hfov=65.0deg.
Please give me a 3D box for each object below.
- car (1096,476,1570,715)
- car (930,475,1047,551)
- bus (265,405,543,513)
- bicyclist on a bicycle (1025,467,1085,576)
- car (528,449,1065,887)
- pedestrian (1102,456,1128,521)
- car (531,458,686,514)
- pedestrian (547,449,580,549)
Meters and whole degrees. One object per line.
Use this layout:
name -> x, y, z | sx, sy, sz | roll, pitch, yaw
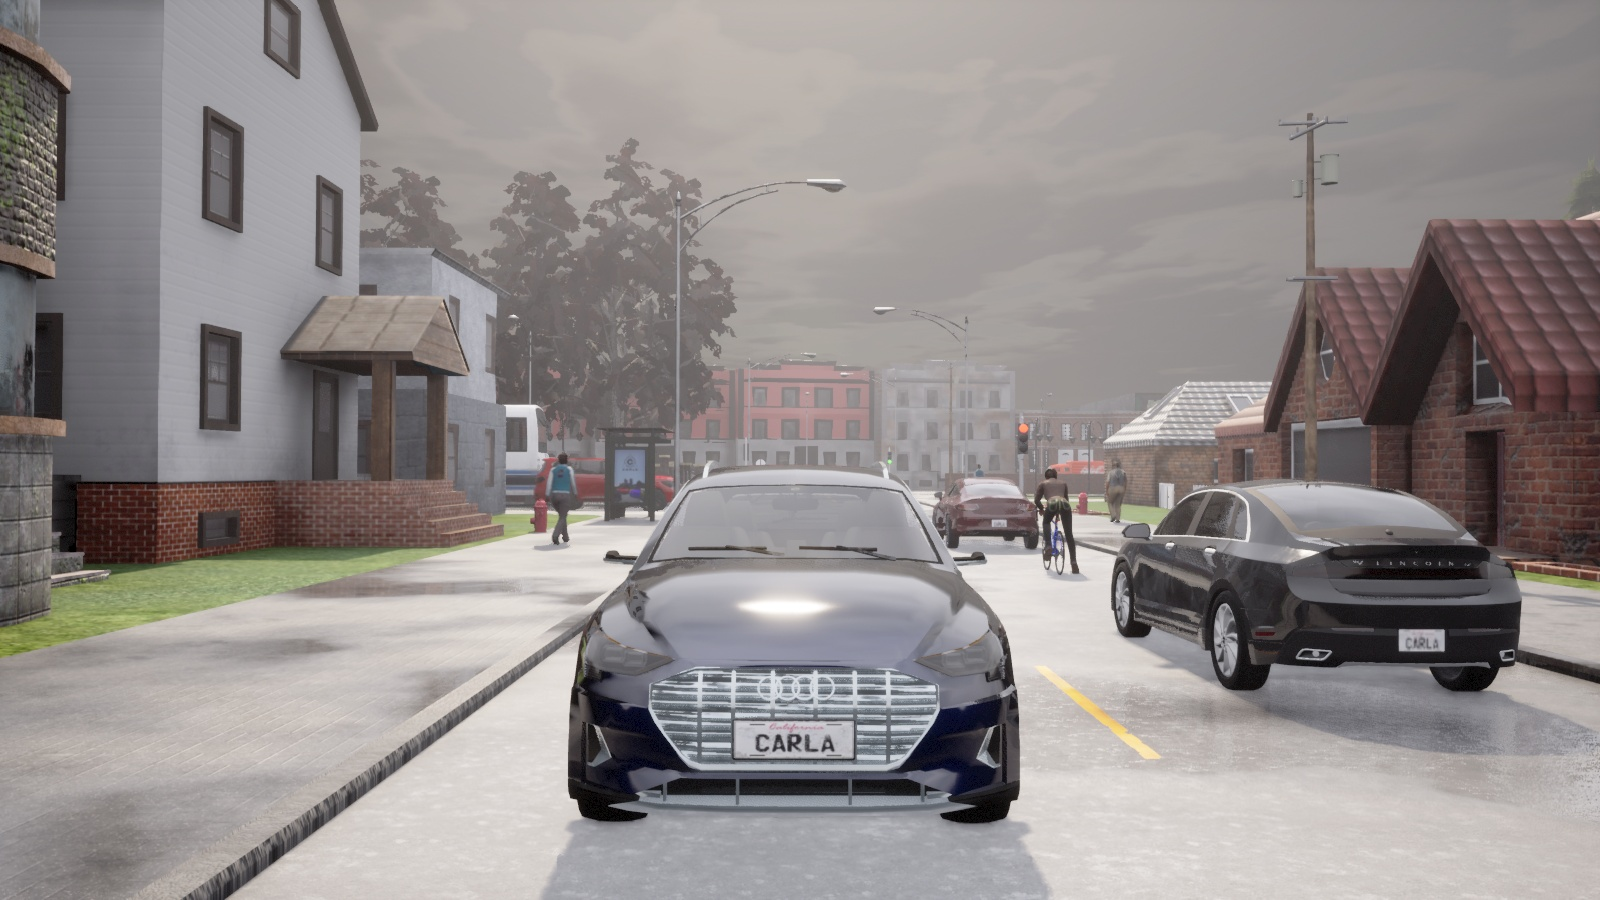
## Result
car -> 3.973, 0.979, 10.446 | 1.837, 1.490, 4.892 | 0, -1, 0
car -> 3.920, 1.274, 26.825 | 1.812, 1.442, 4.674 | 0, -1, 1
bus -> -16.065, 0.369, 51.740 | 10.273, 4.253, 3.944 | 0, -1, -4
bicyclist on a bicycle -> 3.948, 1.079, 19.545 | 0.582, 1.620, 1.656 | 0, -1, 0
car -> -0.020, 0.865, 7.198 | 2.033, 1.649, 4.856 | 0, -1, 0
pedestrian -> 8.995, 1.089, 35.845 | 0.540, 1.848, 0.694 | 0, -1, -2
car -> -7.180, 1.360, 47.611 | 5.566, 2.045, 2.150 | 0, -1, -1
pedestrian -> -4.627, 0.955, 24.585 | 0.396, 1.930, 0.692 | 0, -1, 11
